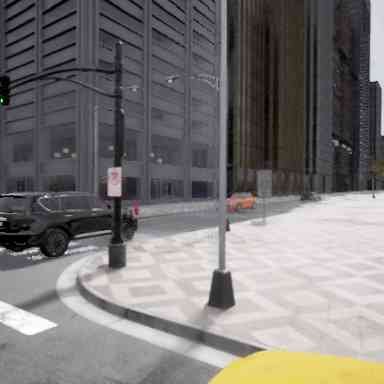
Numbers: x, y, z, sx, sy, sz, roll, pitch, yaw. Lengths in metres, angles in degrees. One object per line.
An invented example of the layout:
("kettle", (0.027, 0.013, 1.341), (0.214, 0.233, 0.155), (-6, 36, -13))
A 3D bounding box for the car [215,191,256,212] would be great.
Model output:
("car", (3.886, 0.791, 29.306), (2.097, 1.767, 4.553), (1, 1, 36))

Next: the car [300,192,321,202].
("car", (16.848, 0.657, 47.183), (1.994, 1.385, 4.181), (1, 1, 36))

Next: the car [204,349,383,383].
("car", (2.041, 1.531, 1.513), (4.829, 1.417, 1.752), (0, 0, 35))

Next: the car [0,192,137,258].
("car", (-4.397, 1.002, 12.217), (2.150, 2.045, 5.566), (0, 1, 29))
